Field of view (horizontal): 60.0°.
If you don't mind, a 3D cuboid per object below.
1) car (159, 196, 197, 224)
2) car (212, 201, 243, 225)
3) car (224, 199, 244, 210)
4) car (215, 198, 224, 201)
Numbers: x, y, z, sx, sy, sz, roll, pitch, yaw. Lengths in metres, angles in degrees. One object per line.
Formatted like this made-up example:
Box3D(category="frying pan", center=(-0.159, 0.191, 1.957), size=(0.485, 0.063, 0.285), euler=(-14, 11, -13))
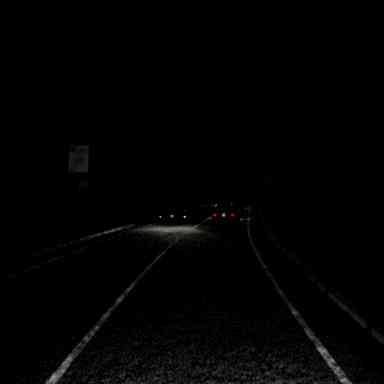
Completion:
Box3D(category="car", center=(-0.969, 1.353, 26.380), size=(2.150, 2.045, 5.566), euler=(-1, 0, 10))
Box3D(category="car", center=(2.553, 1.620, 24.910), size=(2.033, 1.411, 5.357), euler=(-1, 0, 10))
Box3D(category="car", center=(5.645, 1.625, 42.501), size=(2.128, 1.511, 4.902), euler=(-1, 0, 10))
Box3D(category="car", center=(5.597, 1.846, 67.382), size=(1.895, 1.301, 4.718), euler=(0, 0, 1))
